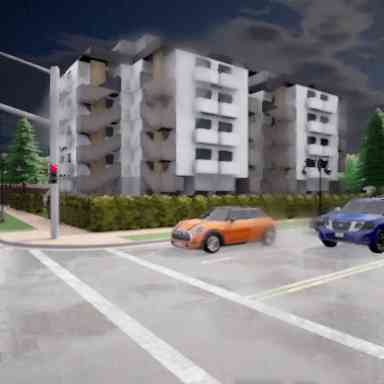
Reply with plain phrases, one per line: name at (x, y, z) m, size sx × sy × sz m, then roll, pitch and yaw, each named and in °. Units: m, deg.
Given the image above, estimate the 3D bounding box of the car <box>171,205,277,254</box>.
car at (1.371, 1.381, 13.825) m, size 4.553 × 1.767 × 2.097 m, roll 0°, pitch 0°, yaw -35°

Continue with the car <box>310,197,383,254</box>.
car at (7.674, 1.246, 14.091) m, size 5.566 × 2.045 × 2.150 m, roll 0°, pitch 0°, yaw -38°

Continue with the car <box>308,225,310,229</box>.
car at (9.097, 1.582, 19.305) m, size 5.357 × 1.411 × 2.033 m, roll 0°, pitch 0°, yaw -35°
